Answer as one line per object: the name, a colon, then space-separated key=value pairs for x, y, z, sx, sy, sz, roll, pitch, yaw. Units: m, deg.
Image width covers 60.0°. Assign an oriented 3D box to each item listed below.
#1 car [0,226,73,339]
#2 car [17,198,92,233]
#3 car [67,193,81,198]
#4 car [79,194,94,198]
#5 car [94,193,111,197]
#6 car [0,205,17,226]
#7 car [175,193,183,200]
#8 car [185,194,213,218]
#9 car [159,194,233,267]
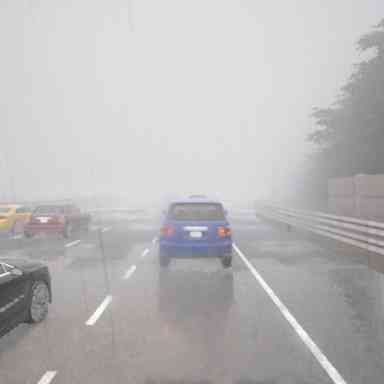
car: x=-3.497 y=1.494 z=4.212 sx=2.128 sy=1.511 sz=4.902 roll=0 pitch=0 yaw=0
car: x=-6.865 y=1.363 z=17.551 sx=2.097 sy=1.767 sz=4.553 roll=0 pitch=0 yaw=0
car: x=-27.952 y=1.183 z=79.133 sx=2.150 sy=2.045 sz=5.566 roll=0 pitch=0 yaw=0
car: x=-24.453 y=1.498 z=79.201 sx=2.033 sy=1.411 sz=5.357 roll=0 pitch=0 yaw=0
car: x=-20.953 y=1.185 z=79.207 sx=2.150 sy=2.045 sz=5.566 roll=0 pitch=0 yaw=0
car: x=-10.358 y=1.489 z=19.348 sx=1.882 sy=1.535 sz=5.008 roll=0 pitch=0 yaw=0
car: x=-3.526 y=1.250 z=90.215 sx=2.097 sy=1.767 sz=4.553 roll=0 pitch=0 yaw=0
car: x=0.778 y=1.242 z=31.792 sx=2.150 sy=2.045 sz=5.566 roll=0 pitch=0 yaw=6
car: x=0.116 y=1.229 z=11.590 sx=2.150 sy=2.045 sz=5.566 roll=0 pitch=0 yaw=0
